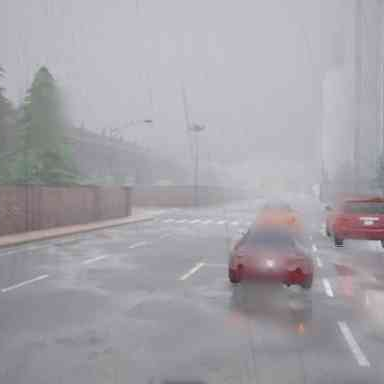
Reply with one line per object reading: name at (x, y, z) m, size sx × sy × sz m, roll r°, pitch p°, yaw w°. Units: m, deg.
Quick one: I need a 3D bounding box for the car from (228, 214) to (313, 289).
car at (2.198, 1.568, 9.342) m, size 1.994 × 1.385 × 4.181 m, roll 0°, pitch 0°, yaw 14°

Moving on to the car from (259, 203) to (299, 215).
car at (4.761, 1.363, 18.270) m, size 2.097 × 1.767 × 4.553 m, roll 0°, pitch 0°, yaw 17°

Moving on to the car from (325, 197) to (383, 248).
car at (7.414, 1.257, 15.063) m, size 2.150 × 2.045 × 5.566 m, roll 0°, pitch 0°, yaw 17°
